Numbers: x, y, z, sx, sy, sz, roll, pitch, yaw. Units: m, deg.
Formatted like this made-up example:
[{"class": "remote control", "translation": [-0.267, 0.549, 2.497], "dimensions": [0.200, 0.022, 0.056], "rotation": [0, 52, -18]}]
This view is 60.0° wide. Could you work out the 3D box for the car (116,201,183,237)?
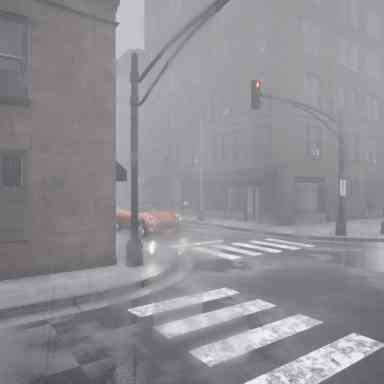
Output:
[{"class": "car", "translation": [-2.372, 1.263, 17.511], "dimensions": [2.097, 1.767, 4.553], "rotation": [0, 0, -35]}]
